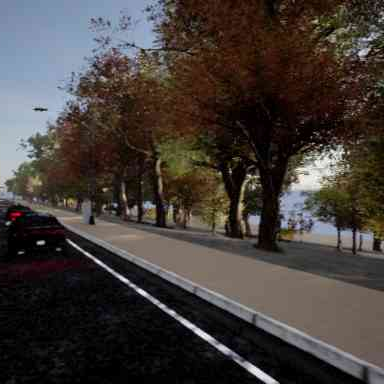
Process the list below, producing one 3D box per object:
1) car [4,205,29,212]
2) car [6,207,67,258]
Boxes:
[{"bbox_3d":[-13.472,1.766,25.985,1.837,1.490,4.892,0,0,-29],"label":"car"},{"bbox_3d":[-6.398,1.606,13.583,1.882,1.535,5.008,0,0,-29],"label":"car"}]
